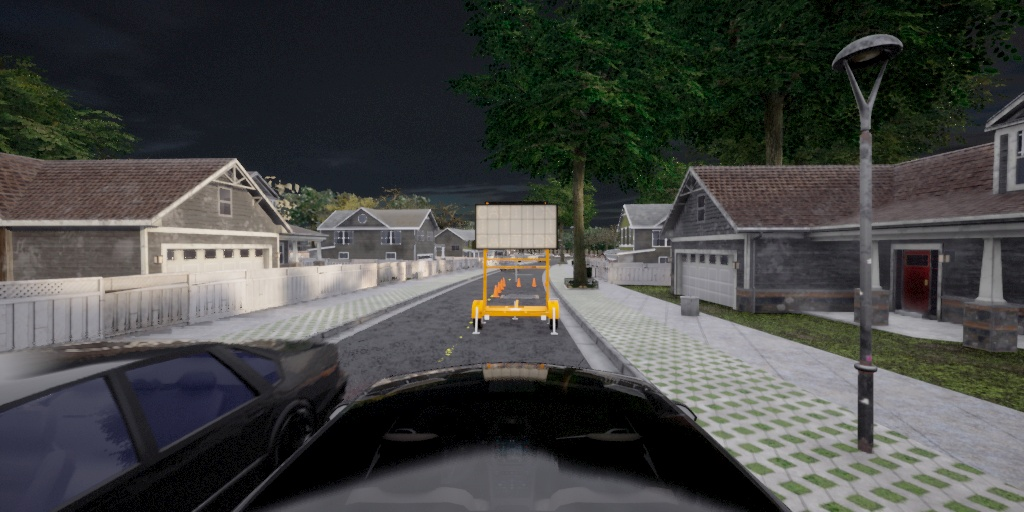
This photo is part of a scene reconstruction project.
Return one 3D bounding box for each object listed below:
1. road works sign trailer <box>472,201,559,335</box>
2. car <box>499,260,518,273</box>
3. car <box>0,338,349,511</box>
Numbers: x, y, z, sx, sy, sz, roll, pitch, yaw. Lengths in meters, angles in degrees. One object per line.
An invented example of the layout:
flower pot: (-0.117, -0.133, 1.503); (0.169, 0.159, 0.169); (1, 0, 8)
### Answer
road works sign trailer: (0.128, 0.213, 10.555); (2.380, 3.560, 2.880); (0, 0, 2)
car: (-0.349, 1.218, 43.662); (2.128, 1.511, 4.902); (0, 0, 7)
car: (-2.827, 1.297, 1.873); (2.033, 1.411, 5.357); (0, 0, 0)
